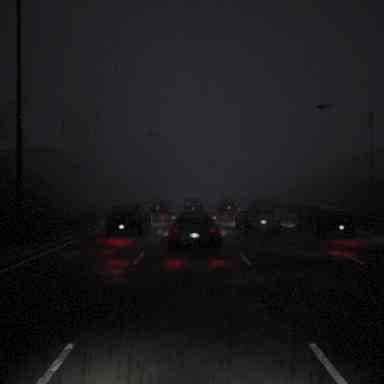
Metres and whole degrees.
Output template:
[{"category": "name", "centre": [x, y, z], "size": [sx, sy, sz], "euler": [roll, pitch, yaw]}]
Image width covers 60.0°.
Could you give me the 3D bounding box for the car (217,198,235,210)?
[{"category": "car", "centre": [3.619, 1.353, 34.900], "size": [1.812, 1.442, 4.674], "euler": [0, 0, 0]}]

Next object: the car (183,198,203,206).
[{"category": "car", "centre": [0.126, 1.324, 33.857], "size": [2.128, 1.511, 4.902], "euler": [0, 0, 0]}]

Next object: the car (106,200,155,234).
[{"category": "car", "centre": [-3.403, 1.413, 18.491], "size": [1.837, 1.490, 4.892], "euler": [0, 0, 0]}]

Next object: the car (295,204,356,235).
[{"category": "car", "centre": [7.097, 1.415, 18.188], "size": [1.837, 1.490, 4.892], "euler": [0, 0, 0]}]

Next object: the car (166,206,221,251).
[{"category": "car", "centre": [0.094, 1.496, 13.748], "size": [1.994, 1.385, 4.181], "euler": [0, 0, 0]}]

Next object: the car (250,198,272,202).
[{"category": "car", "centre": [7.126, 1.337, 33.982], "size": [1.837, 1.490, 4.892], "euler": [0, 0, 0]}]

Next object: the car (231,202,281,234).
[{"category": "car", "centre": [3.597, 1.471, 18.739], "size": [1.994, 1.385, 4.181], "euler": [0, 0, 0]}]

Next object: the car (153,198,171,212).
[{"category": "car", "centre": [-3.381, 1.353, 34.899], "size": [1.812, 1.442, 4.674], "euler": [0, 0, 0]}]
